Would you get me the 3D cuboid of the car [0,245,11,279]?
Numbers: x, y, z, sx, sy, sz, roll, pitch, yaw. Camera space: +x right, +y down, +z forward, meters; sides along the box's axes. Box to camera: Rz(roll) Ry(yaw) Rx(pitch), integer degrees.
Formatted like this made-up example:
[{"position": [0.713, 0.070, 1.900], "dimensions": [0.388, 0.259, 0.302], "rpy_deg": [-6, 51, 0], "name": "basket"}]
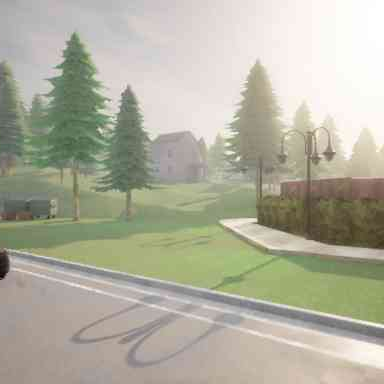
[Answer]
[{"position": [-6.609, 1.564, 8.706], "dimensions": [4.181, 1.385, 1.994], "rpy_deg": [0, 0, 36], "name": "car"}]
